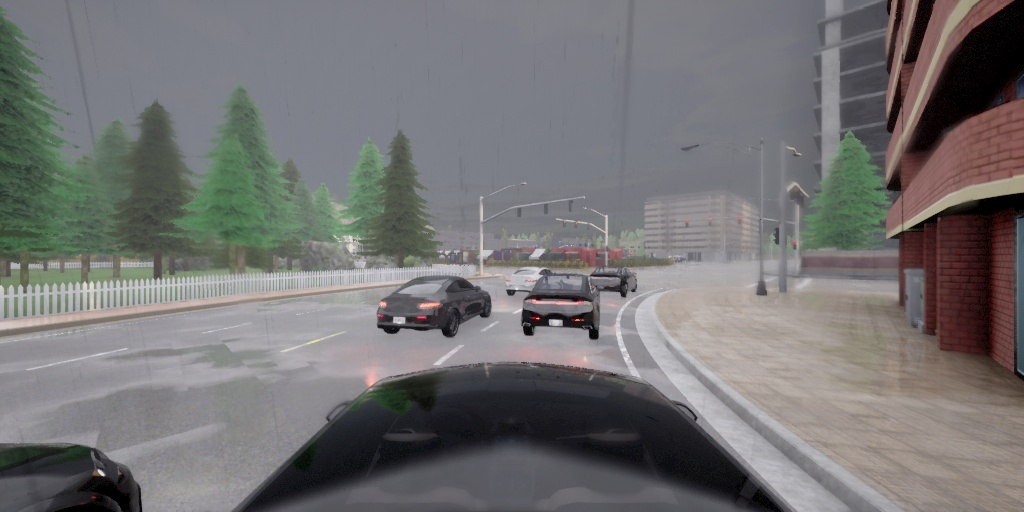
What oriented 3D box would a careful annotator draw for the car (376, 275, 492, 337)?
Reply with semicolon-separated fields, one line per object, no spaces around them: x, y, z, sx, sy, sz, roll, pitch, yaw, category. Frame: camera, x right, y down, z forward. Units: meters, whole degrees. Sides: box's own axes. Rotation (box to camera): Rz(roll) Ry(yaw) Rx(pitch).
-1.999;1.276;10.294;1.812;1.442;4.674;0;0;13;car

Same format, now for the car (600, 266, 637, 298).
5.320;1.242;18.788;2.128;1.511;4.902;0;0;28;car

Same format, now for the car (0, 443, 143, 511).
-3.170;1.314;0.387;1.994;1.385;4.181;0;0;-2;car

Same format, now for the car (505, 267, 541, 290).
1.243;1.276;18.796;1.812;1.442;4.674;0;0;26;car

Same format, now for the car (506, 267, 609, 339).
1.549;1.242;10.167;2.128;1.511;4.902;0;0;14;car
